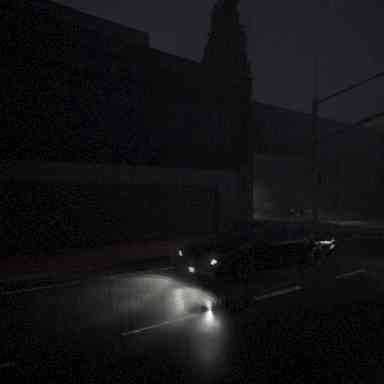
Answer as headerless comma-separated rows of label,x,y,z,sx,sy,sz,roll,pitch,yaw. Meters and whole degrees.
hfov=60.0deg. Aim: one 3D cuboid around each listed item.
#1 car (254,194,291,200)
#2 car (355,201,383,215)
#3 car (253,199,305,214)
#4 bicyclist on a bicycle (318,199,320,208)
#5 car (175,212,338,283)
car,8.689,1.221,34.151,2.150,2.045,5.566,0,0,-36
car,18.575,1.547,31.816,2.033,1.411,5.357,0,0,-34
car,7.626,1.601,29.720,1.895,1.301,4.718,0,0,-37
bicyclist on a bicycle,16.217,1.303,43.256,1.656,1.620,0.582,0,0,-37
car,2.148,1.547,9.851,5.357,1.411,2.033,0,0,-36
